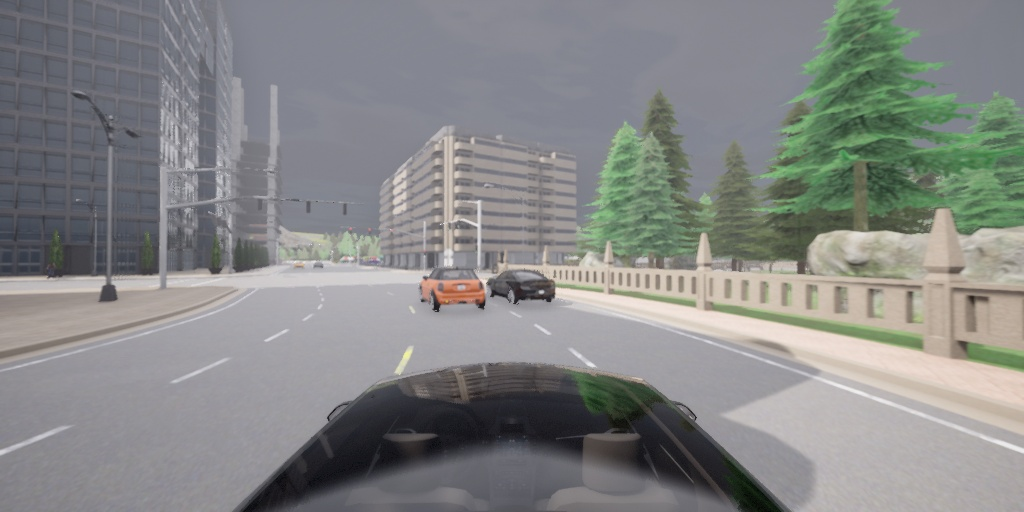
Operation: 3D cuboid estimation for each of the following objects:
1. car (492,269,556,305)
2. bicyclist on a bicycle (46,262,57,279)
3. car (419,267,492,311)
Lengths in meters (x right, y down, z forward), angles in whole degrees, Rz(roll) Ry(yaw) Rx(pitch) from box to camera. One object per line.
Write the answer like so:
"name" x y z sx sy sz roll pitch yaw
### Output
"car" 0.276 1.386 17.441 1.882 1.535 5.008 0 0 -23
"bicyclist on a bicycle" -44.579 1.435 34.728 0.582 1.620 1.656 0 0 -30
"car" -2.716 1.241 15.569 2.097 1.767 4.553 0 -1 -22
